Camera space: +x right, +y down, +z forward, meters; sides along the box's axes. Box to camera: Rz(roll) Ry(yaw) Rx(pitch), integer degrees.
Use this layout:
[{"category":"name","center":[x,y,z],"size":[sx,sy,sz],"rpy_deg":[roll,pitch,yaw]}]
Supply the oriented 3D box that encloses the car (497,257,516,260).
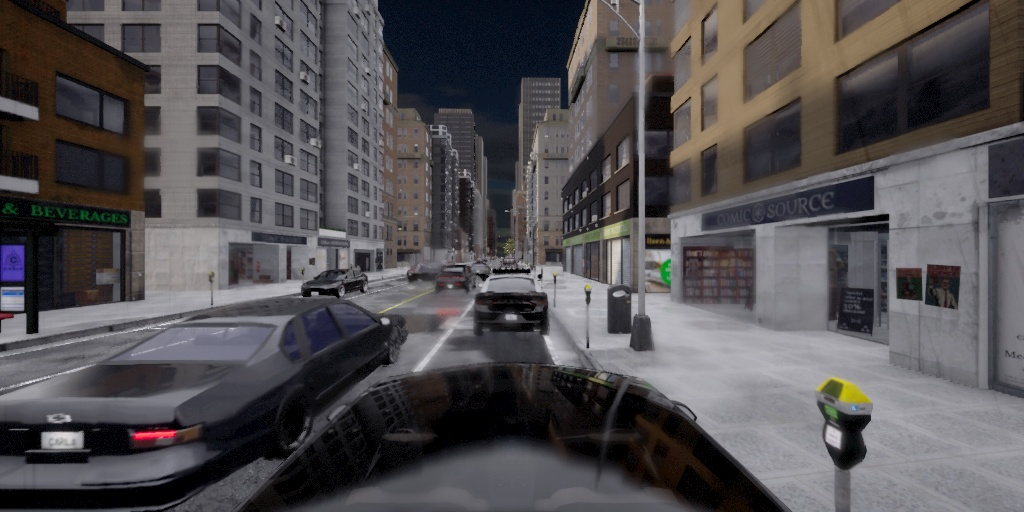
[{"category":"car","center":[-0.270,1.066,40.308],"size":[2.192,1.841,5.009],"rpy_deg":[0,0,0]}]

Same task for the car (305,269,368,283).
[{"category":"car","center":[-8.806,1.316,18.204],"size":[1.948,1.339,4.313],"rpy_deg":[0,0,0]}]

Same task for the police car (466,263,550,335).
[{"category":"police car","center":[-0.008,1.175,10.608],"size":[1.930,1.638,5.238],"rpy_deg":[0,0,0]}]

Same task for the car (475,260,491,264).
[{"category":"car","center":[-3.037,1.315,33.775],"size":[1.994,1.385,4.181],"rpy_deg":[0,0,0]}]

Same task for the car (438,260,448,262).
[{"category":"car","center":[-8.796,1.317,40.305],"size":[1.948,1.339,4.313],"rpy_deg":[0,0,0]}]

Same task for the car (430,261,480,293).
[{"category":"car","center":[-3.138,1.257,20.626],"size":[1.837,1.490,4.892],"rpy_deg":[0,0,0]}]

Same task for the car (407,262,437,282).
[{"category":"car","center":[-6.238,1.351,26.635],"size":[1.895,1.301,4.718],"rpy_deg":[0,0,0]}]

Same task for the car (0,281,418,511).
[{"category":"car","center":[-3.045,1.297,4.941],"size":[2.033,1.411,5.357],"rpy_deg":[0,0,0]}]
